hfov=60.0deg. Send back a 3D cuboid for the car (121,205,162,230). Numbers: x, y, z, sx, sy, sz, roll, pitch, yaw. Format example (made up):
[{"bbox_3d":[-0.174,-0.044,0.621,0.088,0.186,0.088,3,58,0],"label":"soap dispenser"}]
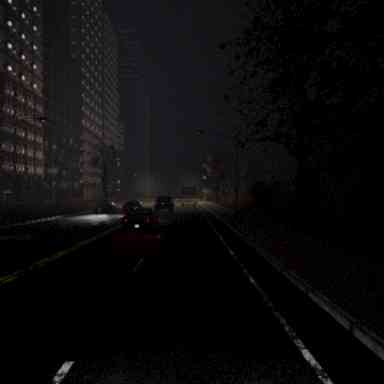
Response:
[{"bbox_3d":[-3.337,1.752,22.167,1.895,1.301,4.718,0,0,-1],"label":"car"}]

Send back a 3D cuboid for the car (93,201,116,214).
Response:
[{"bbox_3d":[-10.188,1.765,39.064,2.128,1.511,4.902,0,0,0],"label":"car"}]

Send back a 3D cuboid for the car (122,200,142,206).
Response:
[{"bbox_3d":[-6.935,1.741,38.555,1.882,1.535,5.008,0,0,0],"label":"car"}]

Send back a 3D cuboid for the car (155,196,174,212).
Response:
[{"bbox_3d":[-3.547,1.507,43.100,2.150,2.045,5.566,0,0,-1],"label":"car"}]

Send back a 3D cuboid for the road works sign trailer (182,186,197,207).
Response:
[{"bbox_3d":[-0.539,0.840,57.634,2.380,3.560,2.880,0,0,-1],"label":"road works sign trailer"}]
